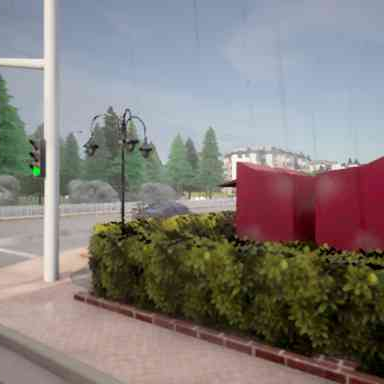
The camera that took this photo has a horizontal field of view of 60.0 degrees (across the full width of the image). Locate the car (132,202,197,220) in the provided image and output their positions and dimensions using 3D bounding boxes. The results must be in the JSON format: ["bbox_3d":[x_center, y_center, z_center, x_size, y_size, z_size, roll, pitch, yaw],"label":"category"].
[{"bbox_3d":[-1.485,1.591,21.216,2.033,1.411,5.357,0,0,36],"label":"car"}]

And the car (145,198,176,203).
[{"bbox_3d":[-2.161,1.601,32.371,1.994,1.385,4.181,0,0,36],"label":"car"}]

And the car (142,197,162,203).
[{"bbox_3d":[-4.200,1.385,35.518,2.097,1.767,4.553,0,0,36],"label":"car"}]

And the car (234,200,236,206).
[{"bbox_3d":[8.535,1.512,52.919,1.882,1.535,5.008,0,0,36],"label":"car"}]
